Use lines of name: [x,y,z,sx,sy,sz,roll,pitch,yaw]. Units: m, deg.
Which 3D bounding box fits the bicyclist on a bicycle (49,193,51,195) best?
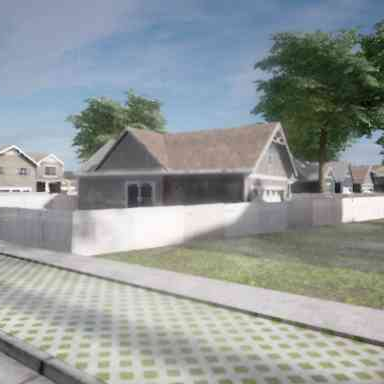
bicyclist on a bicycle: [-13.498,0.915,31.891,1.656,1.620,0.582,1,1,34]
